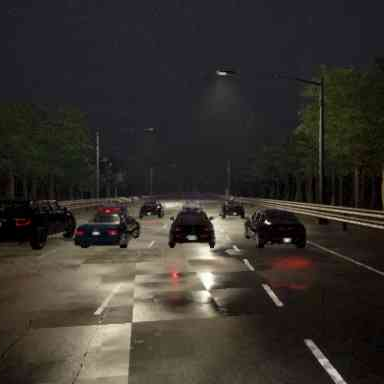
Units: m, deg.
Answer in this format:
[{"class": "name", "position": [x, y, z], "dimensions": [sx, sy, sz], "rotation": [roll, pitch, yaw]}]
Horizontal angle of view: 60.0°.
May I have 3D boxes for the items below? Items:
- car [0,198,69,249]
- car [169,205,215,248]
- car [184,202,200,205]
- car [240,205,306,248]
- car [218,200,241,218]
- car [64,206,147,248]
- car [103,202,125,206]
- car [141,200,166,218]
[{"class": "car", "position": [-7.000, 1.259, 14.682], "dimensions": [2.150, 2.045, 5.566], "rotation": [0, 0, 0]}, {"class": "car", "position": [0.000, 1.534, 14.651], "dimensions": [1.812, 1.442, 4.674], "rotation": [0, 0, 0]}, {"class": "car", "position": [0.000, 1.569, 29.651], "dimensions": [2.033, 1.411, 5.357], "rotation": [0, 0, 0]}, {"class": "car", "position": [3.500, 1.517, 14.651], "dimensions": [1.837, 1.490, 4.892], "rotation": [0, 0, 0]}, {"class": "car", "position": [3.500, 1.522, 29.652], "dimensions": [1.837, 1.490, 4.892], "rotation": [0, 0, 0]}, {"class": "car", "position": [-3.500, 1.564, 14.651], "dimensions": [2.033, 1.411, 5.357], "rotation": [0, 0, 0]}, {"class": "car", "position": [-7.000, 1.578, 29.652], "dimensions": [1.994, 1.385, 4.181], "rotation": [0, 0, 0]}, {"class": "car", "position": [-3.500, 1.522, 29.651], "dimensions": [1.837, 1.490, 4.892], "rotation": [0, 0, 0]}]
